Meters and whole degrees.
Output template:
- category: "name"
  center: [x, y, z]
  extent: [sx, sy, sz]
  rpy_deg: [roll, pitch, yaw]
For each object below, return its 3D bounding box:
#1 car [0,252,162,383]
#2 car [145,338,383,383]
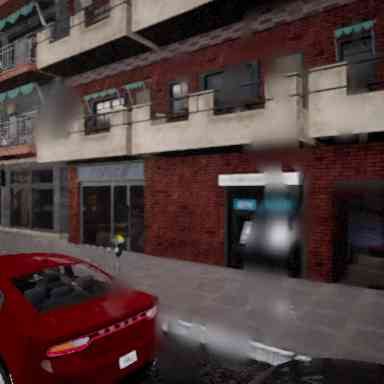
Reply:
- category: "car"
  center: [-2.455, 1.532, 4.630]
  extent: [4.507, 1.381, 1.887]
  rpy_deg: [0, 0, 36]
- category: "car"
  center: [2.127, 1.554, 1.359]
  extent: [4.403, 1.369, 2.008]
  rpy_deg: [0, 0, 36]
